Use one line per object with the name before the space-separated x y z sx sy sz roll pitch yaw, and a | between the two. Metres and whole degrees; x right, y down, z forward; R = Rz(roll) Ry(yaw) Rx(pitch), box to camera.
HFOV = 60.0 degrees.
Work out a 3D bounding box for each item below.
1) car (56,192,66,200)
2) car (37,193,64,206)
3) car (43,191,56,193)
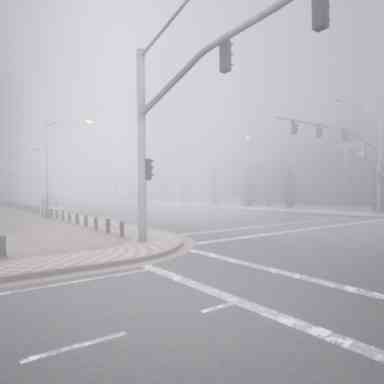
car | -34.167 1.210 86.673 1.812 1.442 4.674 -1 0 -35
car | -21.135 1.306 49.466 2.128 1.511 4.902 -1 0 -34
car | -36.824 0.950 84.358 2.150 2.045 5.566 -1 0 -35
